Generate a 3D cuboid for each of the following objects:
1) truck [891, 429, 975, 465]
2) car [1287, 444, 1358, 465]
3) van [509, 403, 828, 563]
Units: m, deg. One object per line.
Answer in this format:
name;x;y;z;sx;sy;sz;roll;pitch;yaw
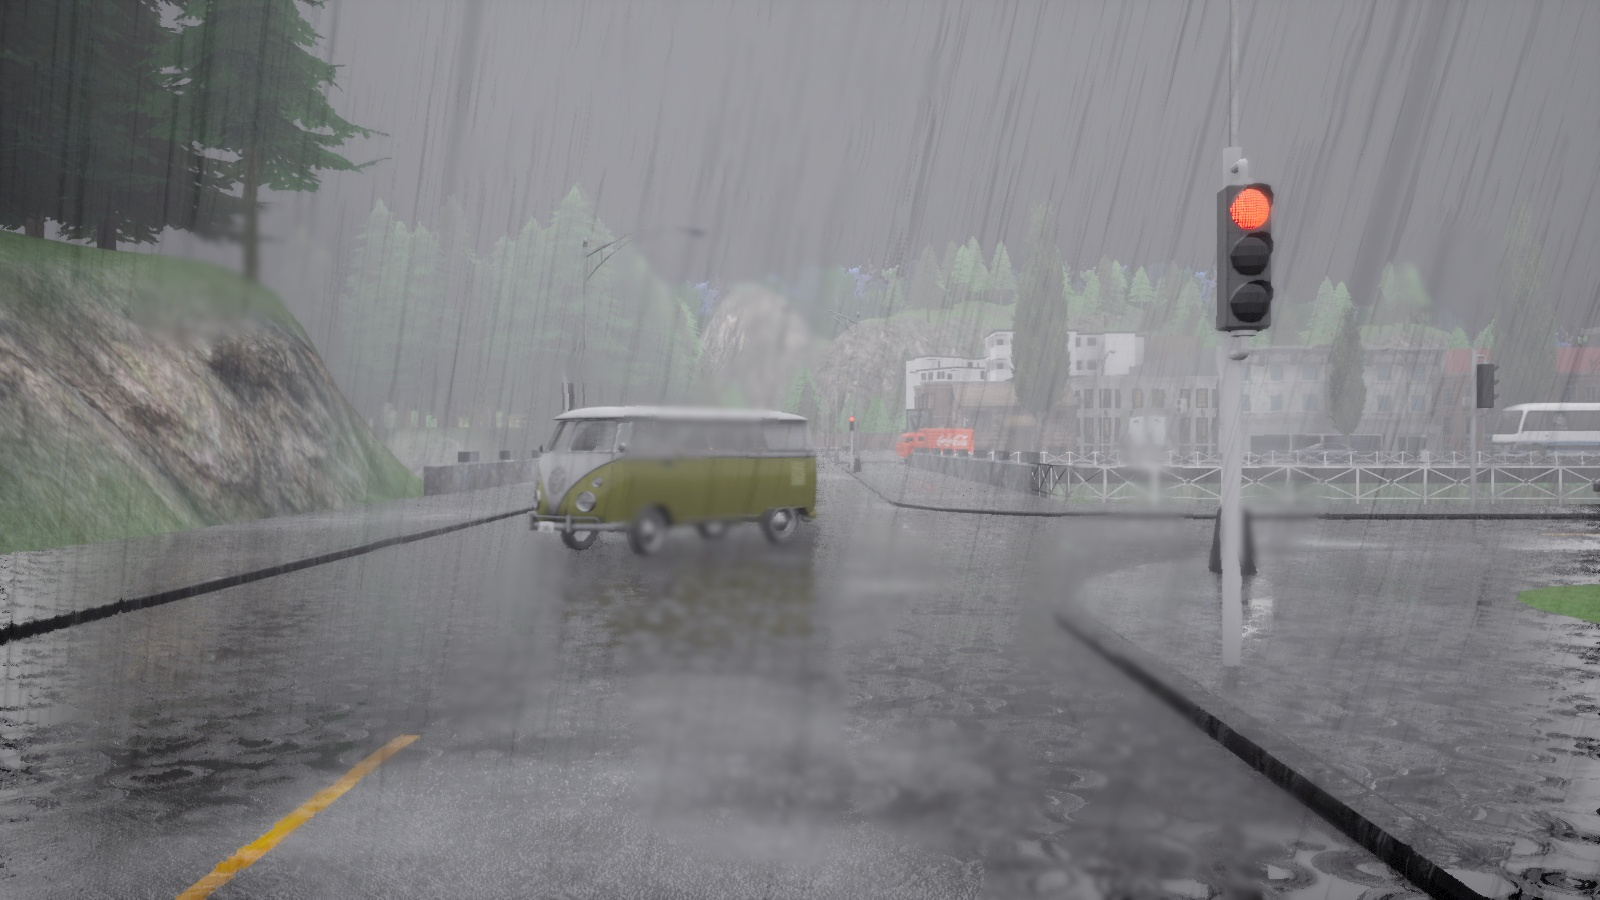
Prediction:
truck;9.205;-0.229;87.143;5.204;2.467;2.627;0;0;-11
car;36.537;0.293;87.900;4.193;1.474;1.816;0;0;0
van;-1.733;0.397;17.818;1.775;1.987;4.442;0;0;42
